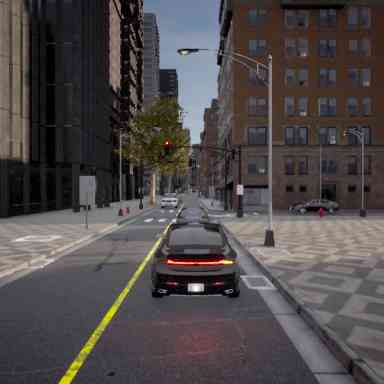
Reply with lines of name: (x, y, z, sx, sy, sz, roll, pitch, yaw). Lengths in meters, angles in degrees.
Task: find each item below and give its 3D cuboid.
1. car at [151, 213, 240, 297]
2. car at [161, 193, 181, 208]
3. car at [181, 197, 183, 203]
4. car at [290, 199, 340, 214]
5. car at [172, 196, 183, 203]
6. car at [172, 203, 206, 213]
car: (0.082, 1.505, 8.527, 1.837, 1.490, 4.892, 0, 0, 0)
car: (-3.090, 1.222, 47.037, 2.150, 2.045, 5.566, 0, 0, 0)
car: (-3.093, 1.602, 57.699, 1.895, 1.301, 4.718, 0, 0, 0)
car: (12.610, 1.471, 34.241, 4.902, 1.511, 2.128, 0, 0, 0)
car: (-3.008, 1.554, 70.166, 1.994, 1.385, 4.181, 0, 0, 0)
car: (0.057, 1.547, 18.263, 2.033, 1.411, 5.357, 0, 0, 0)
